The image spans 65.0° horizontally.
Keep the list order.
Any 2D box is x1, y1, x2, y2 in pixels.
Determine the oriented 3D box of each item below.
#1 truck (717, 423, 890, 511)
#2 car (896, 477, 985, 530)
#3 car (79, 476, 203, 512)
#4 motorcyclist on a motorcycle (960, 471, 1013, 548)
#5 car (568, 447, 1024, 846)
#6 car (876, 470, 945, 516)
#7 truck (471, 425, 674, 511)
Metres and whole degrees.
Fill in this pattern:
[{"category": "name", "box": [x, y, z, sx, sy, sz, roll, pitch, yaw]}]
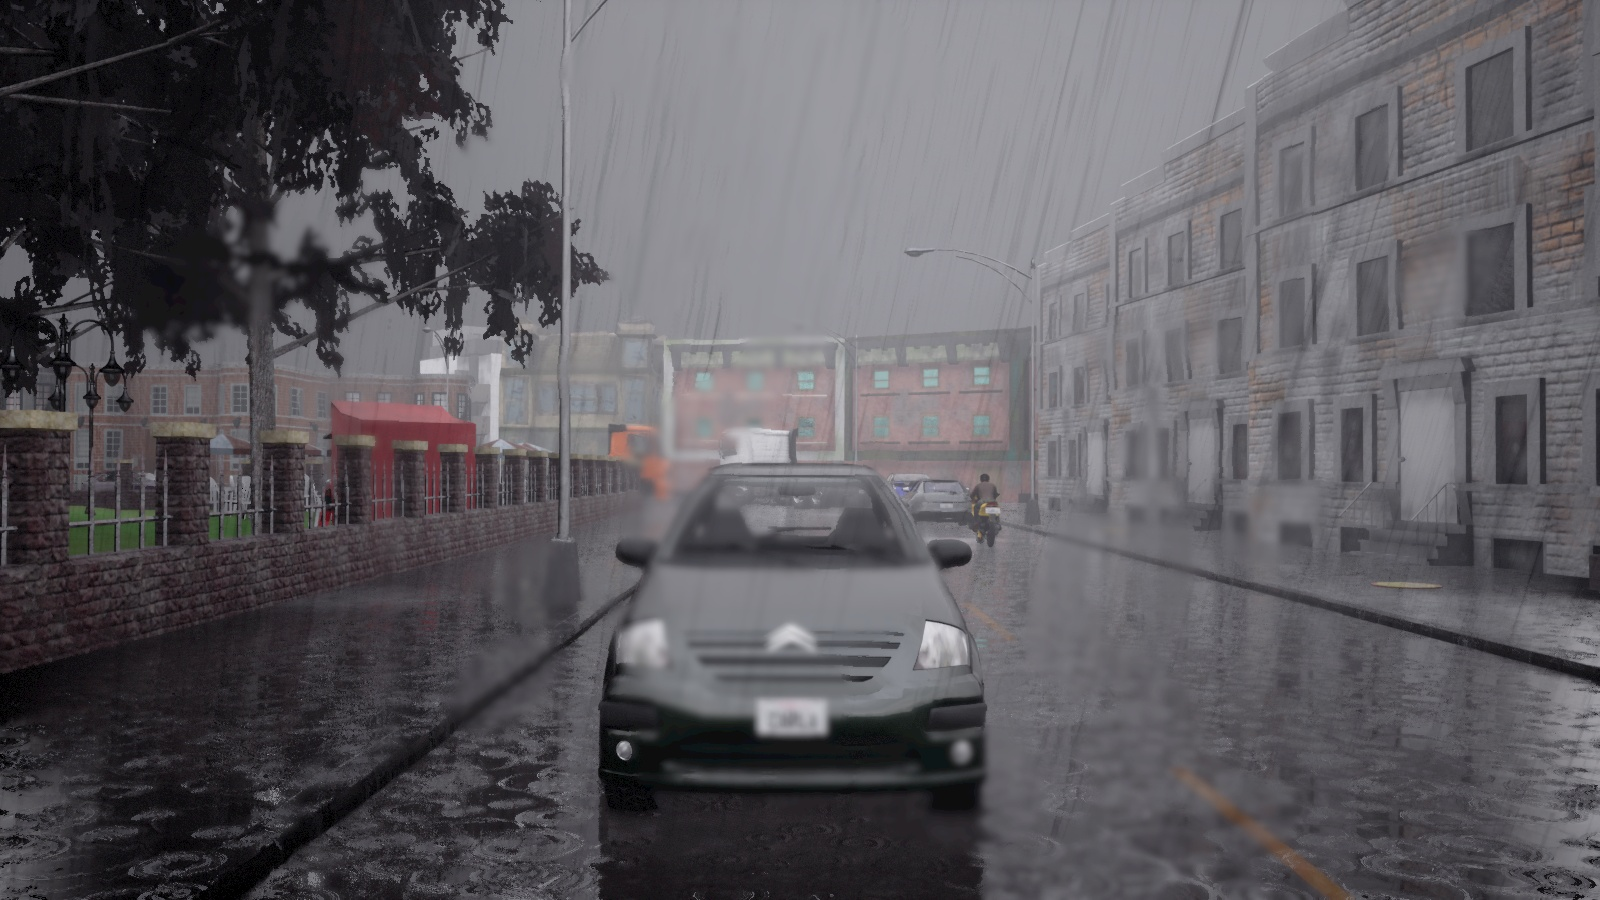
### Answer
[{"category": "truck", "box": [-0.007, 0.731, 53.561, 2.891, 3.462, 7.936, 1, -1, -40]}, {"category": "car", "box": [3.884, 1.455, 35.321, 1.994, 1.385, 4.181, 0, -1, 0]}, {"category": "car", "box": [-27.292, 1.810, 52.073, 4.193, 1.474, 1.816, 0, -1, 0]}, {"category": "motorcyclist on a motorcycle", "box": [3.911, 1.225, 26.428, 0.797, 1.523, 2.044, 0, 0, 0]}, {"category": "car", "box": [-0.023, 0.832, 7.114, 1.851, 1.617, 3.988, 0, -1, 0]}, {"category": "car", "box": [3.843, 1.489, 44.325, 2.007, 1.525, 4.514, 0, -1, -1]}, {"category": "truck", "box": [-9.327, 0.743, 52.130, 7.936, 3.462, 2.891, 0, -1, 0]}]
